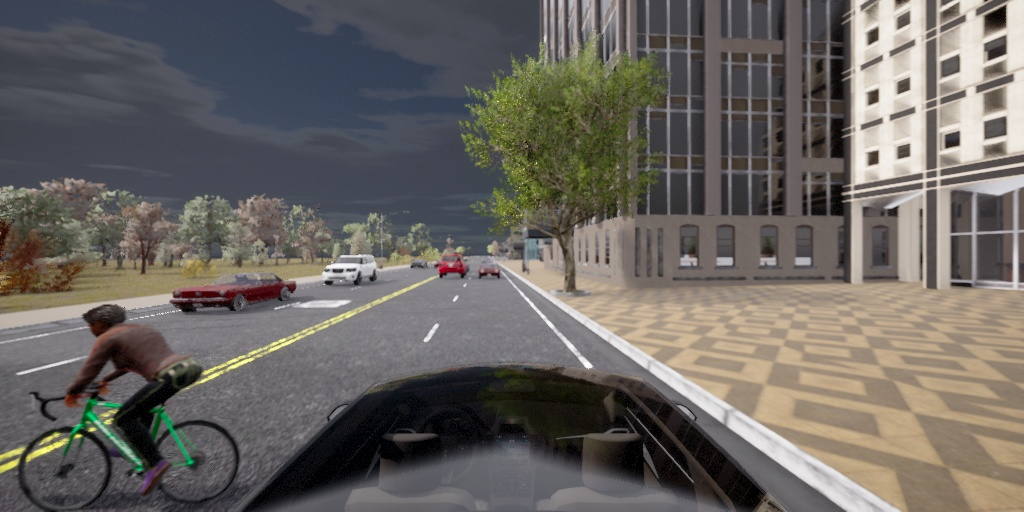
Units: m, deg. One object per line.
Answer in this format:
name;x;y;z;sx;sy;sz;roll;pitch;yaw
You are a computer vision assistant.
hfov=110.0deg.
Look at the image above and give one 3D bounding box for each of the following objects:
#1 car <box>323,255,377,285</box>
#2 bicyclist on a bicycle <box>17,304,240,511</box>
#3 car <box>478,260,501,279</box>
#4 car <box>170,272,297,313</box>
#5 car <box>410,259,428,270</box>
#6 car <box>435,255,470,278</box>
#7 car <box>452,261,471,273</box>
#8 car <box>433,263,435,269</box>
car;-11.473;0.933;25.894;2.150;2.045;5.566;0;0;-4
bicyclist on a bicycle;-3.043;1.206;2.852;1.656;1.620;0.582;-2;0;-4
car;-2.016;1.284;31.915;1.895;1.301;4.718;0;0;-4
car;-10.672;1.339;14.214;1.895;1.301;4.718;0;0;-4
car;-13.387;1.198;52.083;2.033;1.411;5.357;0;0;-4
car;-5.305;0.905;32.624;2.150;2.045;5.566;0;0;-4
car;-6.105;1.262;43.535;1.895;1.301;4.718;0;0;-4
car;-10.090;1.247;51.540;1.895;1.301;4.718;0;0;-4
